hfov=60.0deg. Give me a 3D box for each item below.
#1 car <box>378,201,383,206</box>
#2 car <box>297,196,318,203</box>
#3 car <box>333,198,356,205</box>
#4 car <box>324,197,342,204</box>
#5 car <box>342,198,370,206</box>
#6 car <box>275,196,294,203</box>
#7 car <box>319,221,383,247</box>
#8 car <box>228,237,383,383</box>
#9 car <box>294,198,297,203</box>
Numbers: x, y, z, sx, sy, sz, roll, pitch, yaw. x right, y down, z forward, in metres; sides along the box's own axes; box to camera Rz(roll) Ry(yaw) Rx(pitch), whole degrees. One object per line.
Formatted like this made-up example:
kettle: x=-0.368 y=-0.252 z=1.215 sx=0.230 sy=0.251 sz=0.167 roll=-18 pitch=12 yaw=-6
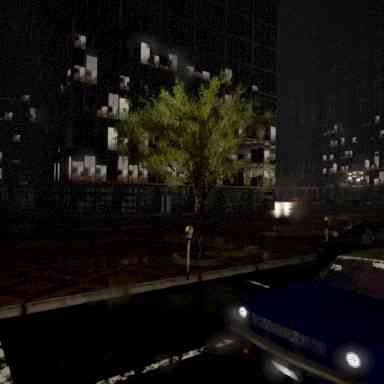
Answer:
car: x=36.946 y=1.890 z=62.170 sx=1.752 sy=1.417 sz=4.829 roll=1 pitch=-1 yaw=-20
car: x=29.300 y=1.821 z=83.021 sx=2.192 sy=1.841 sz=5.009 roll=1 pitch=-1 yaw=-20
car: x=33.151 y=1.985 z=72.514 sx=2.008 sy=1.369 sz=4.403 roll=1 pitch=-1 yaw=-20
car: x=27.688 y=1.689 z=64.534 sx=1.967 sy=1.590 sz=4.097 roll=1 pitch=-1 yaw=-20
car: x=29.613 y=1.764 z=59.282 sx=2.008 sy=1.369 sz=4.403 roll=1 pitch=-1 yaw=-20
car: x=21.910 y=1.795 z=80.283 sx=1.967 sy=1.590 sz=4.097 roll=1 pitch=-1 yaw=-20
car: x=5.544 y=1.574 z=9.810 sx=4.313 sy=1.339 sz=1.947 roll=0 pitch=1 yaw=-34
car: x=2.816 y=1.603 z=4.818 sx=4.718 sy=1.301 sz=1.895 roll=0 pitch=0 yaw=-34
car: x=27.369 y=2.123 z=88.270 sx=1.802 sy=1.307 sz=4.206 roll=1 pitch=-1 yaw=-20
